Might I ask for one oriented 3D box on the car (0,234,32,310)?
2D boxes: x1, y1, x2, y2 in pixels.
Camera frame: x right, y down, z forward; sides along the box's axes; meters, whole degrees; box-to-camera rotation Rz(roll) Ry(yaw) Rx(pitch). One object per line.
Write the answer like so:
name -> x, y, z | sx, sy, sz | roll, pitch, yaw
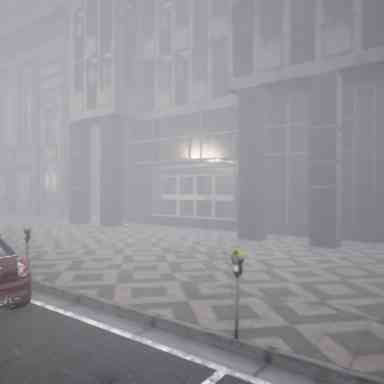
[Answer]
car -> -5.005, 1.417, 6.527 | 4.097, 1.590, 1.967 | 0, 0, 35
